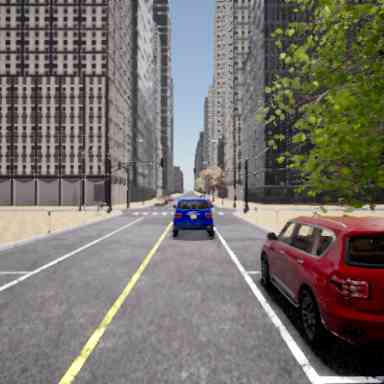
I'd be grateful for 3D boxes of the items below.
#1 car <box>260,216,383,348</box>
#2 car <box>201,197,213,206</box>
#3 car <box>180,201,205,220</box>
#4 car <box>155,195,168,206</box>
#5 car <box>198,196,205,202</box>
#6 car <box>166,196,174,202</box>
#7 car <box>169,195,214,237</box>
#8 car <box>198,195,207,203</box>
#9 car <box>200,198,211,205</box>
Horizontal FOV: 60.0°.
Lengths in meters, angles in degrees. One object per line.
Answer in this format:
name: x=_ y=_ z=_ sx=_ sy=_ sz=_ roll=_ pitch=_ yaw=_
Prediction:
car: x=2.683 y=1.351 z=6.331 sx=2.192 sy=1.841 sz=5.009 roll=0 pitch=0 yaw=0
car: x=2.724 y=1.720 z=61.515 sx=1.967 sy=1.590 sz=4.097 roll=0 pitch=0 yaw=0
car: x=0.045 y=1.649 z=31.069 sx=2.128 sy=1.511 sz=4.902 roll=0 pitch=0 yaw=0
car: x=-5.916 y=1.805 z=61.331 sx=1.752 sy=1.417 sz=4.829 roll=0 pitch=0 yaw=0
car: x=2.547 y=1.884 z=90.060 sx=1.752 sy=1.417 sz=4.829 roll=0 pitch=0 yaw=0
car: x=-5.833 y=1.904 z=89.881 sx=1.887 sy=1.381 sz=4.507 roll=0 pitch=0 yaw=0
car: x=0.068 y=1.325 z=19.029 sx=2.150 sy=2.045 sz=5.566 roll=0 pitch=0 yaw=0
car: x=2.558 y=1.660 z=84.216 sx=2.192 sy=1.841 sz=5.009 roll=0 pitch=0 yaw=0
car: x=2.683 y=1.848 z=67.193 sx=2.008 sy=1.369 sz=4.403 roll=0 pitch=0 yaw=0
